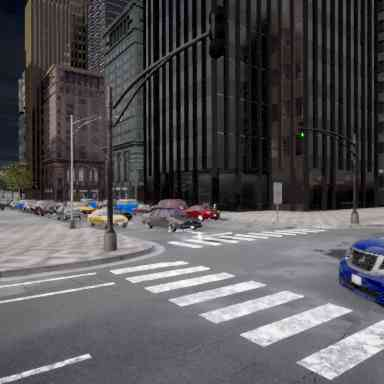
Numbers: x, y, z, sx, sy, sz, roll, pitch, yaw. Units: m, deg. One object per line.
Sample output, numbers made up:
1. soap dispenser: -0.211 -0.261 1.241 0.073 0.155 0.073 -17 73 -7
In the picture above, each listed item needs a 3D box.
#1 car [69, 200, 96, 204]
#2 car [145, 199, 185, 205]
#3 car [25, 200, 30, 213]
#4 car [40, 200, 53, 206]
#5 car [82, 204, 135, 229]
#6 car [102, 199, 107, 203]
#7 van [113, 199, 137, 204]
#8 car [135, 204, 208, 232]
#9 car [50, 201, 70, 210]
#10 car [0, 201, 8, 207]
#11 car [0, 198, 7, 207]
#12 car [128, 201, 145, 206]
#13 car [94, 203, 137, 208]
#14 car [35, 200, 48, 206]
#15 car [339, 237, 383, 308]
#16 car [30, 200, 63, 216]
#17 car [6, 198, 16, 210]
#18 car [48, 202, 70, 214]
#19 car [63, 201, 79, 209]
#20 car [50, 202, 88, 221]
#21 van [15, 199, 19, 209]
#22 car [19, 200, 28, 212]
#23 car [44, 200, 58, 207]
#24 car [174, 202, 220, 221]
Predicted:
1. car: -12.753 1.989 38.192 1.882 1.535 5.008 0 -1 -35
2. car: -2.336 1.670 33.646 2.192 1.841 5.009 -1 0 -35
3. car: -20.508 2.197 44.460 1.887 1.381 4.507 -1 0 -35
4. car: -34.769 2.662 79.181 1.947 1.339 4.313 -1 0 -35
5. car: -6.239 1.844 24.422 1.752 1.417 4.829 -1 0 -35
6. car: -11.175 1.876 46.087 2.192 1.841 5.009 -1 0 -35
7. van: -8.228 1.834 41.940 1.690 1.788 3.998 -1 0 -35
8. car: -1.528 1.795 22.414 2.033 1.411 5.357 0 -1 -36
9. car: -23.051 2.342 57.981 2.033 1.411 5.357 0 -1 -35
10. car: -44.425 2.772 78.045 1.802 1.307 4.206 -1 0 -35
11. car: -41.307 2.668 73.665 1.887 1.381 4.507 -1 0 -35
12. car: -5.276 2.006 37.793 1.802 1.307 4.206 -1 0 -35
13. car: -7.135 1.981 30.287 1.895 1.301 4.718 0 -1 -36
14. car: -37.786 2.712 83.418 2.008 1.369 4.403 -1 0 -35
15. car: 5.734 1.212 6.170 5.566 2.045 2.150 0 -1 -3
16. car: -17.679 1.901 40.480 2.192 1.841 5.009 -1 0 -35
17. car: -31.951 2.355 60.524 1.967 1.590 4.097 -1 0 -35
18. car: -18.698 2.176 46.605 1.812 1.442 4.674 0 -1 -35
19. car: -22.697 2.408 62.230 1.802 1.307 4.206 -1 0 -35
20. car: -12.005 2.005 32.520 2.008 1.369 4.403 -1 0 -35
21. van: -26.181 2.124 52.419 1.690 1.788 3.998 -1 0 -35
22. car: -23.344 2.158 48.439 1.967 1.590 4.097 -1 0 -35
23. car: -31.750 2.597 74.942 1.947 1.339 4.313 -1 0 -35
24. car: 0.615 1.830 29.499 1.887 1.381 4.507 -1 0 -35
